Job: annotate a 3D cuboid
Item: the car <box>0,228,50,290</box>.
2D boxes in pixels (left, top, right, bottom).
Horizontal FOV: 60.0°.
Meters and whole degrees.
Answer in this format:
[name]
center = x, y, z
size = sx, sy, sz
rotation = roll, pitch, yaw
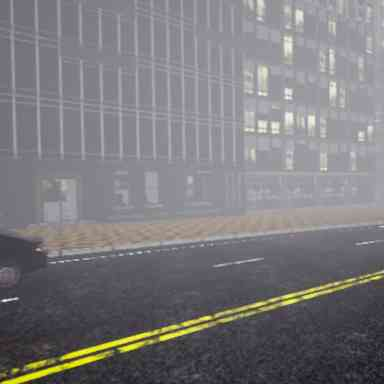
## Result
[car]
center = -5.744, 1.509, 7.498
size = 4.674, 1.442, 1.812
rotation = 0, 0, -35
